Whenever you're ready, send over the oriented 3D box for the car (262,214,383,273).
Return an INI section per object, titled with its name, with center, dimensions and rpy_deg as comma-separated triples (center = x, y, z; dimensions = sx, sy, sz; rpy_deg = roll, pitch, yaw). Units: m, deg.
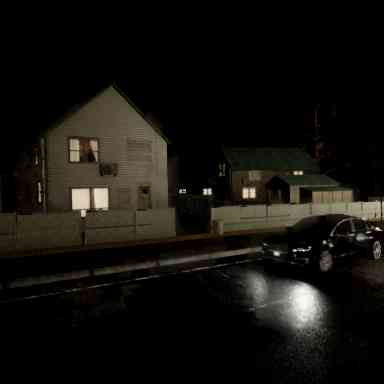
[car]
center = 4.368, 1.503, 10.743
dimensions = 4.892, 1.490, 1.837
rpy_deg = 0, 0, -35
